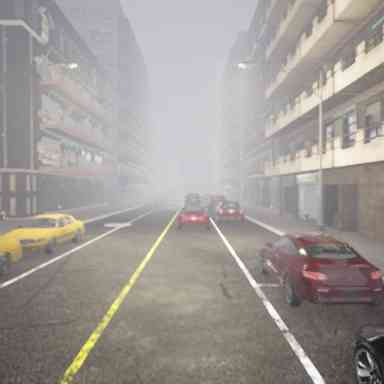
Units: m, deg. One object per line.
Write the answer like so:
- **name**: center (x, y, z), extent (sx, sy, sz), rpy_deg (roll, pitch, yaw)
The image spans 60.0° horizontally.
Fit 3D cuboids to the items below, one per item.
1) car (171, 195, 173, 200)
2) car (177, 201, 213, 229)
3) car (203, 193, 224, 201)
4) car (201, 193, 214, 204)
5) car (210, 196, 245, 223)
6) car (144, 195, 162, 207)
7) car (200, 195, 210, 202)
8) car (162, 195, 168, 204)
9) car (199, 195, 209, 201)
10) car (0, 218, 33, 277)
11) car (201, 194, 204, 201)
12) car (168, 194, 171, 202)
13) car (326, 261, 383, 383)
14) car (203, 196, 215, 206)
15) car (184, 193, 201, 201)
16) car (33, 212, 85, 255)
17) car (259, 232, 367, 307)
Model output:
- **car**: center (-5.695, 1.390, 69.991), extent (1.947, 1.339, 4.313), rpy_deg (-1, 0, 0)
- **car**: center (0.101, 1.506, 21.411), extent (1.994, 1.385, 4.181), rpy_deg (0, 0, 0)
- **car**: center (2.678, 1.220, 35.974), extent (2.192, 1.841, 5.009), rpy_deg (-1, 0, 0)
- **car**: center (2.680, 1.166, 58.630), extent (2.192, 1.841, 5.009), rpy_deg (-1, 0, 0)
- **car**: center (2.680, 1.374, 24.647), extent (1.967, 1.590, 4.097), rpy_deg (-1, 0, 0)
- **car**: center (-5.698, 1.404, 47.166), extent (1.752, 1.417, 4.829), rpy_deg (-1, 0, 0)
- **car**: center (2.685, 1.391, 69.958), extent (1.947, 1.339, 4.313), rpy_deg (-1, 0, 0)
- **car**: center (-5.697, 1.377, 58.494), extent (1.752, 1.417, 4.829), rpy_deg (-1, 0, 0)
- **car**: center (2.685, 1.378, 75.622), extent (1.947, 1.339, 4.313), rpy_deg (-1, 0, 0)
- **car**: center (-5.700, 1.505, 7.519), extent (1.752, 1.417, 4.829), rpy_deg (-1, 0, 0)
- **car**: center (2.679, 1.207, 41.638), extent (2.192, 1.841, 5.009), rpy_deg (-1, 0, 0)
- **car**: center (-5.698, 1.278, 64.328), extent (1.967, 1.590, 4.097), rpy_deg (-1, 0, 0)
- **car**: center (2.680, 1.560, 1.992), extent (1.947, 1.339, 4.313), rpy_deg (-1, 0, 0)
- **car**: center (2.683, 1.390, 53.136), extent (1.752, 1.417, 4.829), rpy_deg (-1, 0, 0)
- **car**: center (0.104, 1.105, 45.251), extent (2.150, 2.045, 5.566), rpy_deg (0, 0, 0)
- **car**: center (-5.700, 1.489, 13.183), extent (1.752, 1.417, 4.829), rpy_deg (-1, 0, 0)
- **car**: center (2.681, 1.561, 7.656), extent (1.802, 1.307, 4.206), rpy_deg (-1, 0, 0)
